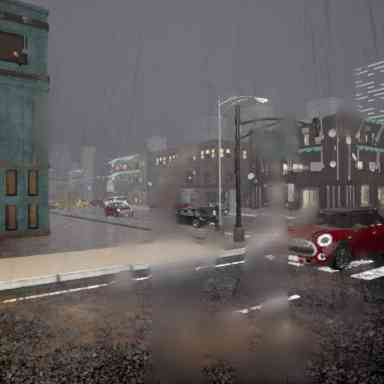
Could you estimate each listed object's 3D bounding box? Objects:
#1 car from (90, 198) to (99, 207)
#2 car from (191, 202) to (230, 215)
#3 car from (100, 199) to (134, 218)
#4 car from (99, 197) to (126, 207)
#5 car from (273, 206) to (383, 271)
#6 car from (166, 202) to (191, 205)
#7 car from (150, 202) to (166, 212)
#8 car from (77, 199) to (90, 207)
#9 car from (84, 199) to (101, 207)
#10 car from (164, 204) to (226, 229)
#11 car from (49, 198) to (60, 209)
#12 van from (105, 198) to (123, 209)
[{"bbox_3d":[-16.976,1.940,62.942,2.192,1.841,5.009,-1,0,-35],"label":"car"},{"bbox_3d":[2.219,1.810,35.837,2.008,1.369,4.403,-2,0,-35],"label":"car"},{"bbox_3d":[-7.820,1.846,35.510,1.967,1.590,4.097,-1,0,-35],"label":"car"},{"bbox_3d":[-11.917,1.737,51.339,2.150,2.045,5.566,-1,0,-36],"label":"car"},{"bbox_3d":[4.806,1.352,11.079,4.553,1.767,2.097,0,0,-35],"label":"car"},{"bbox_3d":[-0.979,1.904,40.355,1.802,1.307,4.206,-2,0,-35],"label":"car"},{"bbox_3d":[-4.176,1.966,44.872,1.802,1.307,4.206,-1,0,-35],"label":"car"},{"bbox_3d":[-21.646,2.175,65.075,1.882,1.535,5.008,-1,0,-35],"label":"car"},{"bbox_3d":[-20.169,2.228,67.460,1.887,1.381,4.507,-1,0,-35],"label":"car"},{"bbox_3d":[0.102,1.814,24.115,1.947,1.339,4.313,-1,0,-35],"label":"car"},{"bbox_3d":[-23.711,2.233,57.960,1.752,1.417,4.829,-1,0,-35],"label":"car"},{"bbox_3d":[-13.777,1.907,58.425,1.690,1.788,3.998,-1,0,-35],"label":"van"}]
